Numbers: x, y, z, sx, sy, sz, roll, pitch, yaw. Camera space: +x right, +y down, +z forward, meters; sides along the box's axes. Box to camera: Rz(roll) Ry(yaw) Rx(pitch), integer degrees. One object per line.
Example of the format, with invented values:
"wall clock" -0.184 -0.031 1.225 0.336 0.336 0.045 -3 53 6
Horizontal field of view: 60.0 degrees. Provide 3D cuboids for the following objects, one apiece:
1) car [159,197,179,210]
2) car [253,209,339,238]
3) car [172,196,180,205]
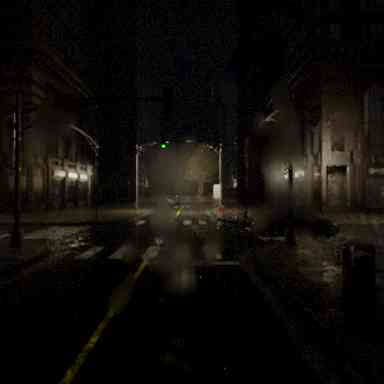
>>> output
"car" -3.059 1.599 42.014 1.895 1.301 4.718 0 0 0
"car" 5.242 1.586 17.059 4.181 1.385 1.994 0 0 0
"car" -3.012 1.505 57.728 2.128 1.511 4.902 0 0 1
